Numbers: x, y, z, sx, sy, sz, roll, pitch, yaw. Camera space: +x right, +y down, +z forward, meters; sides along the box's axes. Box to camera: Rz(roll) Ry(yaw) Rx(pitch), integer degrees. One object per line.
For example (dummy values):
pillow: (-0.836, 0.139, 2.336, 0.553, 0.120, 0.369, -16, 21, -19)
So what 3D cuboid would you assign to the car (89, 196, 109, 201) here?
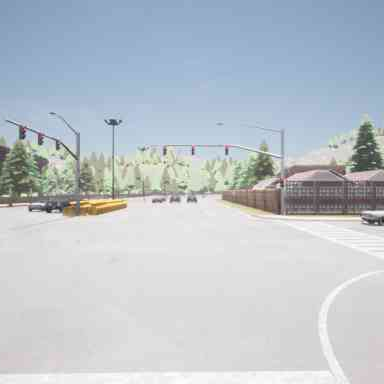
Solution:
car: (-14.179, 1.521, 49.407, 1.812, 1.442, 4.674, 0, 0, 0)

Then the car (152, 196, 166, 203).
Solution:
car: (-7.018, 1.590, 67.932, 1.895, 1.301, 4.718, 0, 0, 0)

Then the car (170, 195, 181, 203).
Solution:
car: (-3.532, 1.340, 69.949, 2.097, 1.767, 4.553, 0, 0, 0)

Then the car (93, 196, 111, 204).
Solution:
car: (-17.630, 1.484, 65.142, 2.128, 1.511, 4.902, 0, 0, 0)

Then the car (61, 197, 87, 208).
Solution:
car: (-17.683, 1.544, 50.302, 2.033, 1.411, 5.357, 0, 0, 0)

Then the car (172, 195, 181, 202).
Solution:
car: (-3.637, 1.464, 79.896, 1.882, 1.535, 5.008, 0, 0, 0)

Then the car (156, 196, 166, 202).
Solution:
car: (-7.134, 1.583, 77.925, 1.895, 1.301, 4.718, 0, 0, 0)

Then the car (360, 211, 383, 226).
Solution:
car: (14.078, 1.592, 22.506, 4.718, 1.301, 1.895, 0, 0, 2)

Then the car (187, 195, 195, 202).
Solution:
car: (-0.137, 1.485, 79.801, 1.837, 1.490, 4.892, 0, 0, 0)

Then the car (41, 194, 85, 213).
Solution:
car: (-14.154, 1.220, 36.810, 2.150, 2.045, 5.566, 0, 0, 0)

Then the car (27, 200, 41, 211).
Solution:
car: (-17.668, 1.599, 39.644, 1.895, 1.301, 4.718, 0, 0, 0)

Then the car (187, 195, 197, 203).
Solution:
car: (-0.020, 1.339, 69.681, 2.097, 1.767, 4.553, 0, 0, 0)
